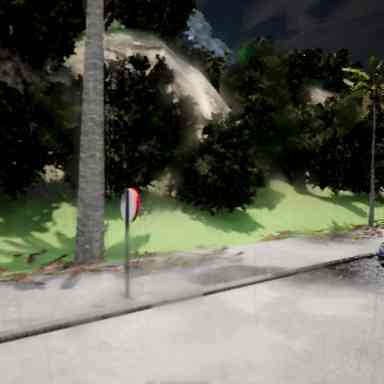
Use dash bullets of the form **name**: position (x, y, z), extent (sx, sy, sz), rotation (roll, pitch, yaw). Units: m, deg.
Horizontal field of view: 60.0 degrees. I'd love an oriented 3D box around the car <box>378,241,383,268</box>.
- **car**: position (7.392, 1.495, 9.878), extent (4.674, 1.442, 1.812), rotation (0, 0, -36)
